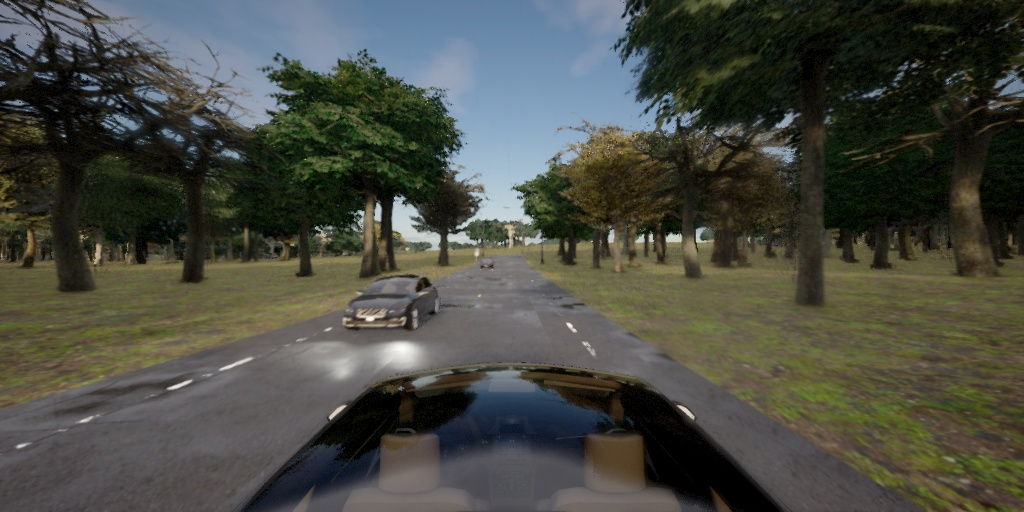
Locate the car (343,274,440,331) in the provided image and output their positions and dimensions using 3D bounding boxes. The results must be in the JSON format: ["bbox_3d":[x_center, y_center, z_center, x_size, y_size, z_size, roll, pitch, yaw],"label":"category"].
[{"bbox_3d":[-3.598,1.369,11.525,1.837,1.490,4.892,0,-1,0],"label":"car"}]

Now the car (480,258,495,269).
[{"bbox_3d":[-3.587,1.107,52.335,1.882,1.535,5.008,0,1,0],"label":"car"}]
